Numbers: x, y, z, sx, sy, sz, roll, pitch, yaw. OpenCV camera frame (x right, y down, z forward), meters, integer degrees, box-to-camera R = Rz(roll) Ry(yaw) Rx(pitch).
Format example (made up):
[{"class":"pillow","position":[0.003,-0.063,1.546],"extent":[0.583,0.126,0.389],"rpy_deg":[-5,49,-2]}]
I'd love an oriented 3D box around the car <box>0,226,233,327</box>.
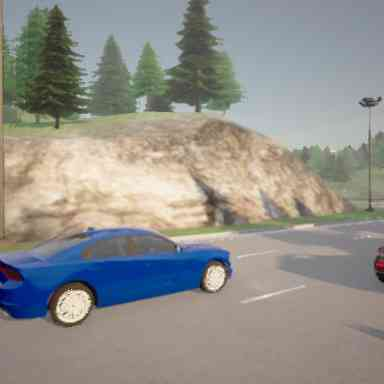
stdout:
[{"class":"car","position":[-1.334,1.474,7.094],"extent":[5.008,1.535,1.882],"rpy_deg":[0,0,-35]}]

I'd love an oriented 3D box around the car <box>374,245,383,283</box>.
[{"class":"car","position":[6.296,1.509,8.236],"extent":[4.674,1.442,1.812],"rpy_deg":[0,0,-35]}]
